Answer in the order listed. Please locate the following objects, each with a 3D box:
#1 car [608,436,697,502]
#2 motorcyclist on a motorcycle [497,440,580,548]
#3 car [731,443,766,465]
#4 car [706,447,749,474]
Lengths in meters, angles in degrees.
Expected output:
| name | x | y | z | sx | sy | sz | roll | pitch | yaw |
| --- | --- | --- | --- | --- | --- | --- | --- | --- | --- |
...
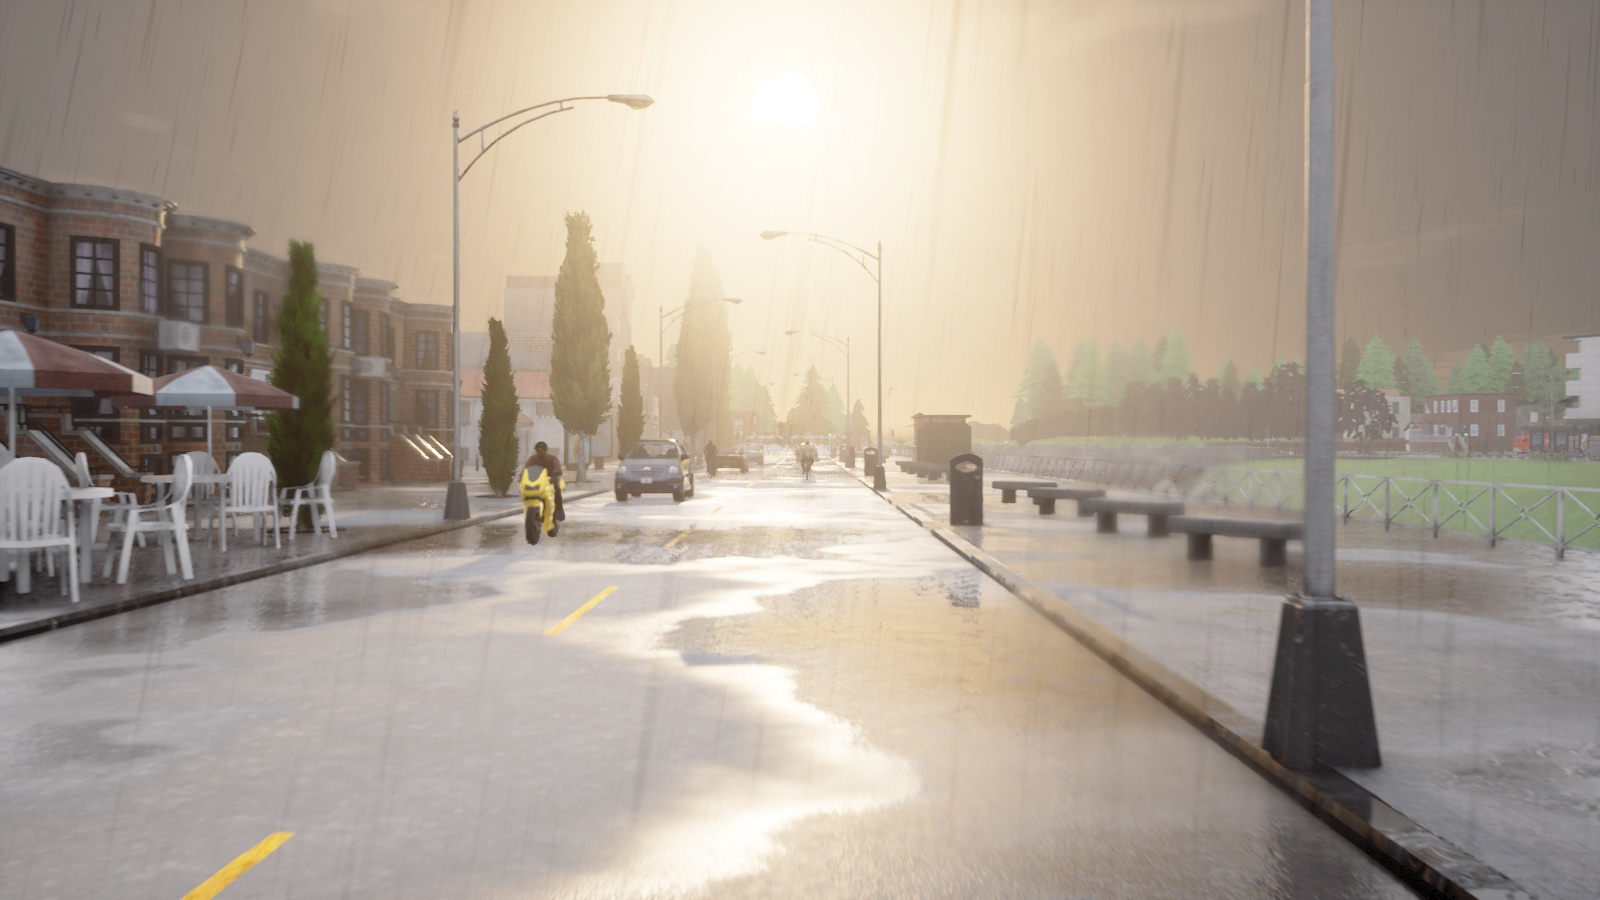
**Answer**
| name | x | y | z | sx | sy | sz | roll | pitch | yaw |
| --- | --- | --- | --- | --- | --- | --- | --- | --- | --- |
| car | -3.801 | 0.455 | 33.029 | 1.851 | 1.617 | 3.988 | 0 | 0 | 0 |
| motorcyclist on a motorcycle | -3.880 | 0.620 | 18.789 | 0.797 | 1.523 | 2.044 | 0 | 0 | 0 |
| car | -3.509 | 0.260 | 85.834 | 2.163 | 1.488 | 4.792 | 0 | 0 | 0 |
| car | -3.632 | 0.485 | 63.705 | 1.895 | 1.301 | 4.718 | 0 | 0 | 0 |
